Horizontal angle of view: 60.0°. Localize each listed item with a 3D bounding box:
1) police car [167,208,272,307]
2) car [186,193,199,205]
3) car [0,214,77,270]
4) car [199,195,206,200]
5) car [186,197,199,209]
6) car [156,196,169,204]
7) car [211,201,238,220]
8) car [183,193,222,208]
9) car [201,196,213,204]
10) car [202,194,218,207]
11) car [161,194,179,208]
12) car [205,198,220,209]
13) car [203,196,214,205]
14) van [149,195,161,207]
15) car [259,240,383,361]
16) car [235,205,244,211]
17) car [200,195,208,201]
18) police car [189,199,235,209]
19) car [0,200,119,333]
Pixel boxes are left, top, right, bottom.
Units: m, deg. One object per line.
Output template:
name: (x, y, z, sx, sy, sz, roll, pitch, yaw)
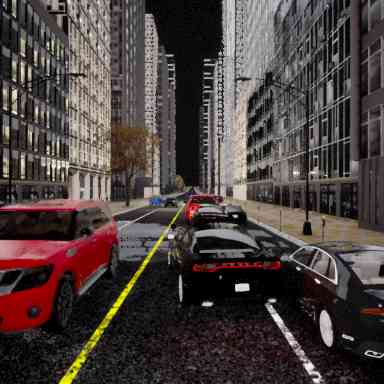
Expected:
police car: (0.472, 1.424, 8.227, 1.930, 1.638, 5.238, 0, 0, -9)
car: (0.110, 1.190, 58.745, 2.150, 2.045, 5.566, 0, 0, 0)
car: (-5.673, 1.580, 11.647, 1.802, 1.307, 4.206, 0, 0, 0)
car: (2.857, 1.489, 91.402, 1.947, 1.339, 4.313, 0, 0, 0)
car: (0.108, 1.506, 45.778, 1.812, 1.442, 4.674, 0, 0, 1)
car: (-5.577, 1.515, 62.927, 2.008, 1.369, 4.403, 0, 0, 0)
car: (2.740, 1.537, 28.720, 1.887, 1.381, 4.507, 0, 0, 0)
car: (0.606, 1.216, 24.207, 2.150, 2.045, 5.566, 0, 0, -2)
car: (2.803, 1.509, 62.909, 1.887, 1.381, 4.507, 0, 0, 0)
car: (2.781, 1.290, 51.513, 2.192, 1.841, 5.009, 0, 0, 0)
car: (-2.914, 1.484, 46.537, 1.837, 1.490, 4.892, 0, 0, 0)
car: (2.772, 1.525, 45.814, 1.887, 1.381, 4.507, 0, 0, 0)
car: (2.793, 1.495, 57.381, 1.752, 1.417, 4.829, 0, 0, 0)
van: (-5.600, 1.317, 51.534, 1.690, 1.788, 3.998, 0, 0, 0)
car: (2.697, 1.550, 5.928, 2.008, 1.369, 4.403, 0, 0, 0)
car: (2.729, 1.560, 23.022, 1.947, 1.339, 4.313, 0, 0, 0)
car: (2.836, 1.467, 80.175, 1.752, 1.417, 4.829, 0, 0, 0)
police car: (0.934, 1.421, 18.327, 1.930, 1.638, 5.238, 0, 0, 0)
car: (-3.087, 1.220, 7.144, 2.150, 2.045, 5.566, 0, 0, 0)
